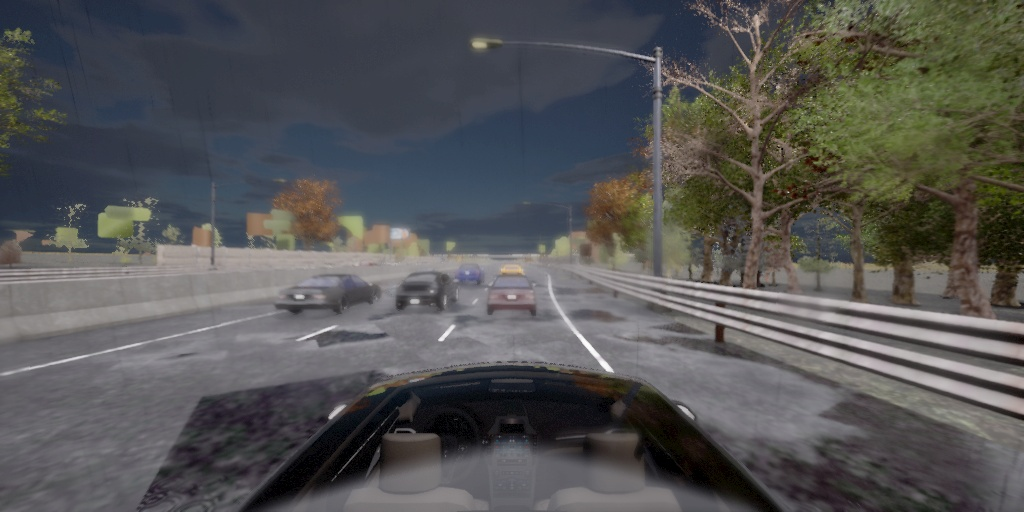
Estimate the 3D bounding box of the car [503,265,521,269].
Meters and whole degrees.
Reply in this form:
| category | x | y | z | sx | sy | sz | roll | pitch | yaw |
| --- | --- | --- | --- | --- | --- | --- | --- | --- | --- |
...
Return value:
| category | x | y | z | sx | sy | sz | roll | pitch | yaw |
| --- | --- | --- | --- | --- | --- | --- | --- | --- | --- |
| car | 0.023 | 1.547 | 31.083 | 1.882 | 1.535 | 5.008 | 0 | 0 | 1 |

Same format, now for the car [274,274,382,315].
| category | x | y | z | sx | sy | sz | roll | pitch | yaw |
| --- | --- | --- | --- | --- | --- | --- | --- | --- | --- |
| car | -6.993 | 1.432 | 14.357 | 2.033 | 1.411 | 5.357 | 0 | -1 | 0 |

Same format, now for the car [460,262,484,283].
| category | x | y | z | sx | sy | sz | roll | pitch | yaw |
| --- | --- | --- | --- | --- | --- | --- | --- | --- | --- |
| car | -3.484 | 1.412 | 30.269 | 2.097 | 1.767 | 4.553 | 0 | -1 | 1 |

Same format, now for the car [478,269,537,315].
| category | x | y | z | sx | sy | sz | roll | pitch | yaw |
| --- | --- | --- | --- | --- | --- | --- | --- | --- | --- |
| car | 0.006 | 1.432 | 14.384 | 2.033 | 1.411 | 5.357 | 0 | -1 | 0 |

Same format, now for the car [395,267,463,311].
| category | x | y | z | sx | sy | sz | roll | pitch | yaw |
| --- | --- | --- | --- | --- | --- | --- | --- | --- | --- |
| car | -3.480 | 1.402 | 15.359 | 1.837 | 1.490 | 4.892 | 0 | 0 | 1 |
